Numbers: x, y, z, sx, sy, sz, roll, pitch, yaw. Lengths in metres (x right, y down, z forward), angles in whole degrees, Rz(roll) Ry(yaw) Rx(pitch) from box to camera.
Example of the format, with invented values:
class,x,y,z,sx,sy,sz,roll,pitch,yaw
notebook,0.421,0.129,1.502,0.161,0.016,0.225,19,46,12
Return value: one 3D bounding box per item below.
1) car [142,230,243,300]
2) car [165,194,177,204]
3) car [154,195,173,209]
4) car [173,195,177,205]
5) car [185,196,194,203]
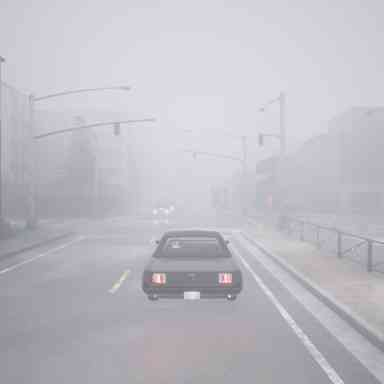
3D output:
class,x,y,z,sx,sy,sz,roll,pitch,yaw
car,0.009,1.601,8.302,1.895,1.301,4.718,0,0,0
car,-3.992,1.352,63.744,2.097,1.767,4.553,0,0,0
car,-3.905,1.505,44.310,1.837,1.490,4.892,0,0,0
car,-3.962,1.601,53.575,1.895,1.301,4.718,0,0,0
car,-0.461,1.491,66.584,2.128,1.511,4.902,0,0,0
